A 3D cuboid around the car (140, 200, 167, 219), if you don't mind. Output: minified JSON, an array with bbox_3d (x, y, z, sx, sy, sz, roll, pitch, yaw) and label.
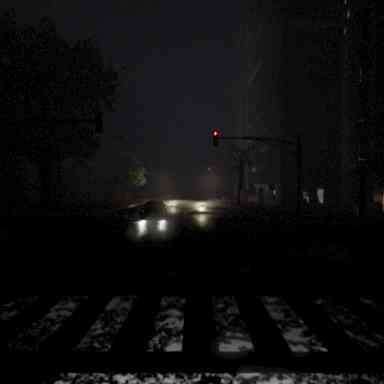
[{"bbox_3d":[-3.199,1.447,28.449,1.882,1.535,5.008,0,0,0],"label":"car"}]
